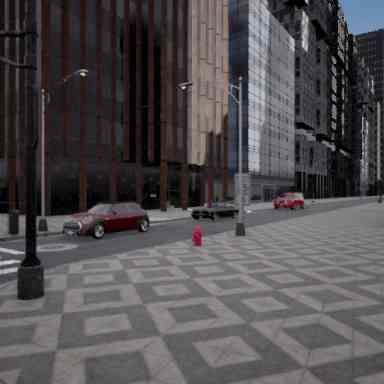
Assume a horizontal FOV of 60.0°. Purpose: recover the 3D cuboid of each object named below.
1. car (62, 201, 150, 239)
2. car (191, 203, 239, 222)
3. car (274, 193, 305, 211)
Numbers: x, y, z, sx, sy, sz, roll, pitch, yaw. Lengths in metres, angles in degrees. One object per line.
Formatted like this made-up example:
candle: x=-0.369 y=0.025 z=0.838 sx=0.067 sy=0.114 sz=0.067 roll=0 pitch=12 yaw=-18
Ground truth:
car: x=-4.323 y=1.296 z=17.212 sx=2.097 sy=1.767 sz=4.553 roll=0 pitch=0 yaw=36
car: x=1.912 y=1.516 z=25.920 sx=1.895 sy=1.301 sz=4.718 roll=0 pitch=0 yaw=36
car: x=11.617 y=1.100 z=39.452 sx=2.150 sy=2.045 sz=5.566 roll=0 pitch=0 yaw=36
